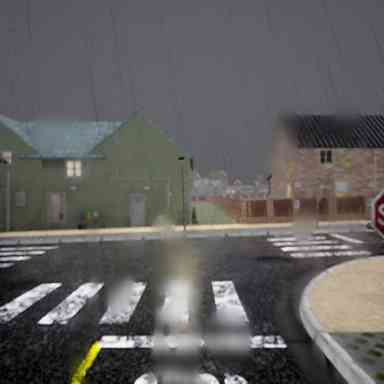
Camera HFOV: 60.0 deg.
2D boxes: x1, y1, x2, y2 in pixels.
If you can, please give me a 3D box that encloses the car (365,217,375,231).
[{"bbox_3d":[10.397,1.098,14.114,5.357,1.411,2.033,-2,0,-1],"label":"car"}]
